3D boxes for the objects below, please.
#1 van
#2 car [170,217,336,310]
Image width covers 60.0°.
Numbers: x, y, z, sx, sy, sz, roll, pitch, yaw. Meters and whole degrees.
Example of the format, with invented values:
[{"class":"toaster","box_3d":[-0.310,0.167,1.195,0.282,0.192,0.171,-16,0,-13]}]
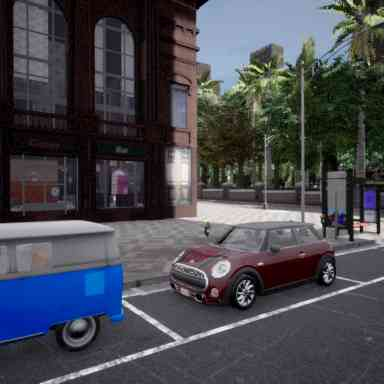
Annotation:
[{"class":"van","box_3d":[-2.941,1.341,4.557,3.998,1.788,1.690,0,0,-36]},{"class":"car","box_3d":[1.475,1.439,7.710,4.097,1.590,1.967,0,0,-36]}]
